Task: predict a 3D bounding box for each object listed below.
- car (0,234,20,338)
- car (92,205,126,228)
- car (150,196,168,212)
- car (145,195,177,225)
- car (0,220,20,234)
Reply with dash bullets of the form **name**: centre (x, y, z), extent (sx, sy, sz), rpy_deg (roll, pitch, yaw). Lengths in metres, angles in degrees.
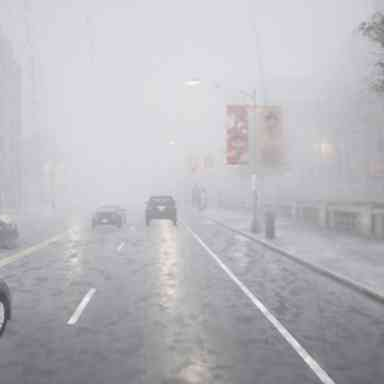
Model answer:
- **car**: centre (-3.761, 1.536, 3.502), extent (1.837, 1.490, 4.892), rpy_deg (0, 0, -3)
- **car**: centre (-5.589, 1.598, 22.624), extent (1.812, 1.442, 4.674), rpy_deg (0, 0, -6)
- **car**: centre (-4.047, 1.442, 40.868), extent (2.097, 1.767, 4.553), rpy_deg (0, 0, -6)
- **car**: centre (-2.291, 1.272, 24.657), extent (2.150, 2.045, 5.566), rpy_deg (0, -1, -6)
- **car**: centre (-8.067, 1.621, 11.954), extent (2.033, 1.411, 5.357), rpy_deg (0, 0, -6)
